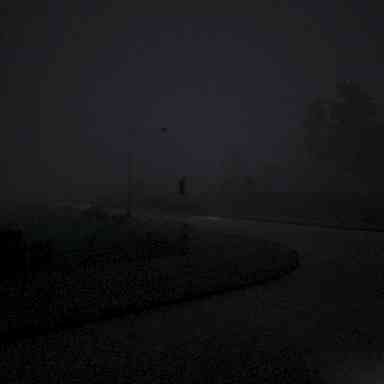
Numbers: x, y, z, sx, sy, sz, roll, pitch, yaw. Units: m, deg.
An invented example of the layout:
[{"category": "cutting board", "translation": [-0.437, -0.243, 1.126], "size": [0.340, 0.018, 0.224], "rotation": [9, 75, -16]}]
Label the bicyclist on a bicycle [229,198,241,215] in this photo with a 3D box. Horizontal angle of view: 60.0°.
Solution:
[{"category": "bicyclist on a bicycle", "translation": [4.188, 1.439, 32.230], "size": [1.656, 1.620, 0.582], "rotation": [0, 0, -35]}]

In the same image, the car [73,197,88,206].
[{"category": "car", "translation": [-19.151, 1.550, 57.605], "size": [1.882, 1.535, 5.008], "rotation": [0, 0, -35]}]

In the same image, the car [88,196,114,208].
[{"category": "car", "translation": [-13.286, 1.425, 49.447], "size": [2.097, 1.767, 4.553], "rotation": [0, 0, -35]}]
